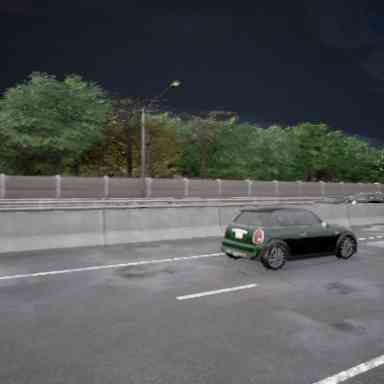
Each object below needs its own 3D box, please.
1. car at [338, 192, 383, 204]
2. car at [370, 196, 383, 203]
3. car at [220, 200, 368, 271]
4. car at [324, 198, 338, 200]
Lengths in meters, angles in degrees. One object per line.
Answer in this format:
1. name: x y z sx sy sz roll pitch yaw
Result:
1. car: 18.679 1.059 35.630 5.566 2.045 2.150 0 0 -29
2. car: 19.817 1.390 32.268 4.674 1.442 1.812 0 0 -29
3. car: 3.228 1.287 10.820 4.553 1.767 2.097 0 0 -29
4. car: 16.297 1.351 38.309 5.357 1.411 2.033 0 0 -29
